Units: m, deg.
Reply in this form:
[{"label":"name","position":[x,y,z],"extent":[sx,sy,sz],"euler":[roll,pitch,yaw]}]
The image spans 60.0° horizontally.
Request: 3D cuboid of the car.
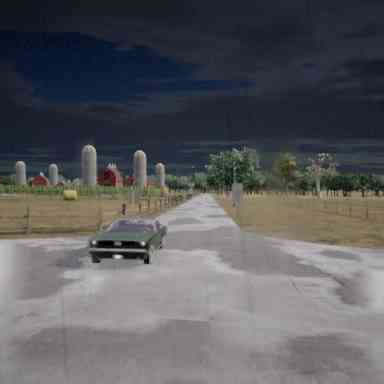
[{"label":"car","position":[-2.061,1.594,11.866],"extent":[1.895,1.301,4.718],"euler":[1,0,3]}]
